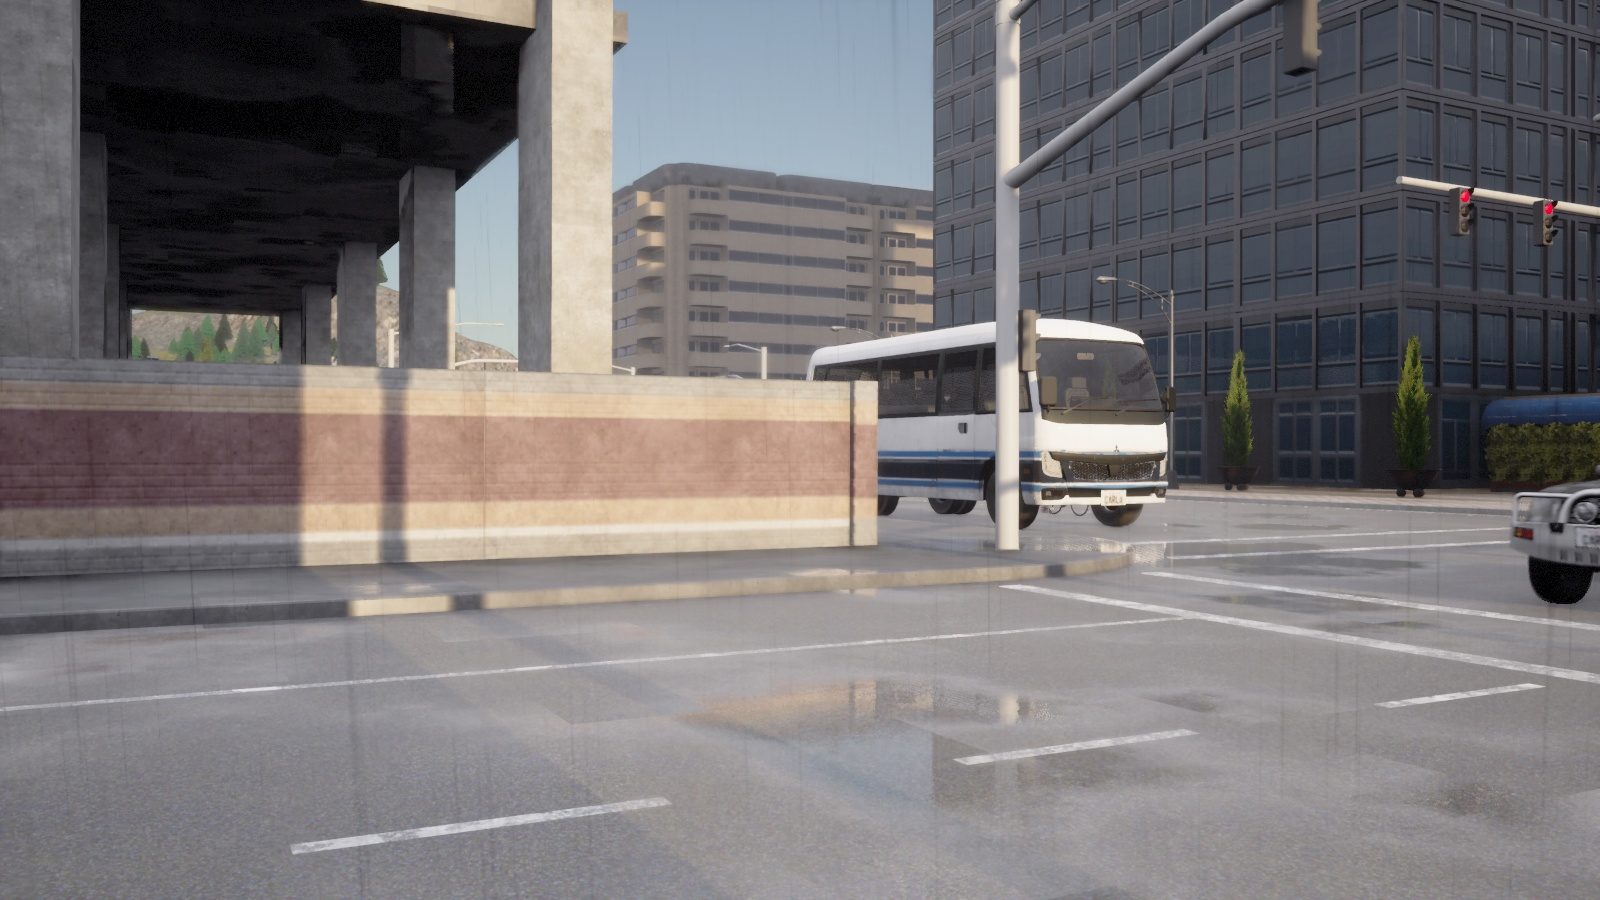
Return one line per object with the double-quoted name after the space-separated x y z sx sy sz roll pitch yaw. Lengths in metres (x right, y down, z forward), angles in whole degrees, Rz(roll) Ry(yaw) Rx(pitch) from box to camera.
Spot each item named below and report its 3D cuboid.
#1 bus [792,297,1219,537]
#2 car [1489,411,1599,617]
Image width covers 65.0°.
3.925 -0.572 27.765 3.944 4.253 10.273 0 0 -27 "bus"
9.181 0.572 12.441 4.605 1.855 1.932 0 0 -28 "car"
